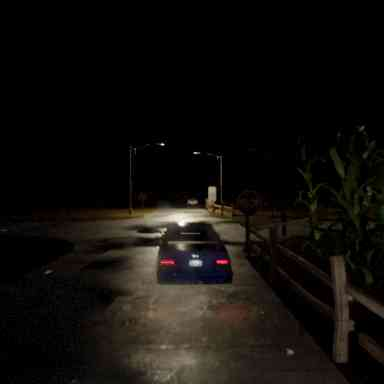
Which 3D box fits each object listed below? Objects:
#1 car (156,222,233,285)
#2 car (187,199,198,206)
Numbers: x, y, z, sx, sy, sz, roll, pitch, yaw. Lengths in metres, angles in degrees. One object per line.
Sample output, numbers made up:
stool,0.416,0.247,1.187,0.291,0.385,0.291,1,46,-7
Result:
car,-0.049,1.599,9.711,2.033,1.411,5.357,0,0,-3
car,0.090,1.895,62.292,1.895,1.301,4.718,0,0,0
